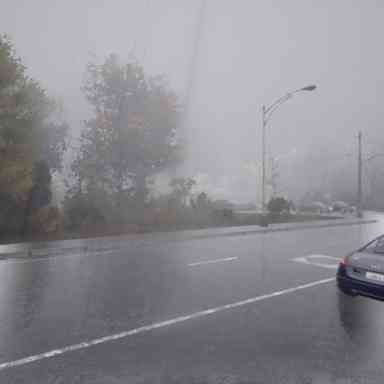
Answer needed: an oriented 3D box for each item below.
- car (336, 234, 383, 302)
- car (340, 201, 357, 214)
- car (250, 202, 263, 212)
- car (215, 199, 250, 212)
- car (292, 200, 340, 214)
[{"bbox_3d":[5.129,1.574,7.412,4.181,1.385,1.994,0,0,-34],"label":"car"},{"bbox_3d":[16.739,1.741,39.058,2.128,1.511,4.902,0,-2,-34],"label":"car"},{"bbox_3d":[9.398,2.279,50.731,2.128,1.511,4.902,0,-3,-32],"label":"car"},{"bbox_3d":[5.625,2.071,50.150,2.150,2.045,5.566,0,-3,-32],"label":"car"},{"bbox_3d":[13.559,1.741,37.556,2.128,1.511,4.902,0,-2,-32],"label":"car"}]
